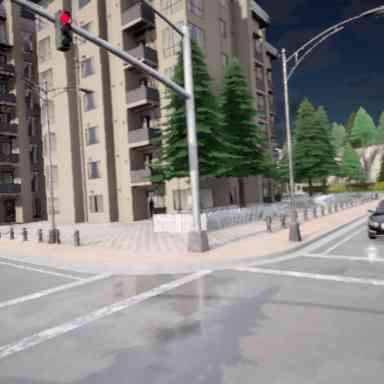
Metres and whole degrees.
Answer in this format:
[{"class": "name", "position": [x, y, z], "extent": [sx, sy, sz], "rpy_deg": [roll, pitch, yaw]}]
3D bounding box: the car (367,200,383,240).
[{"class": "car", "position": [8.522, 1.034, 13.681], "extent": [2.128, 1.511, 4.902], "rpy_deg": [-4, 0, 37]}]
